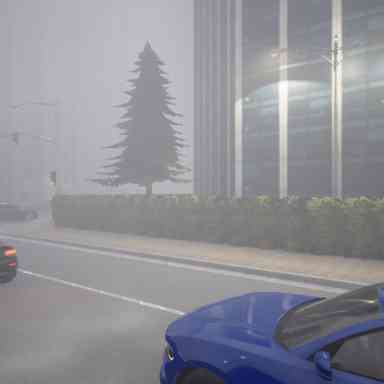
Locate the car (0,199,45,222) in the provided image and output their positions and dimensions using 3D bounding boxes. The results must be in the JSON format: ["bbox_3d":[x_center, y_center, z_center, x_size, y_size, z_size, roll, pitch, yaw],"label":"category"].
[{"bbox_3d":[-13.658,1.505,24.078,1.837,1.490,4.892,0,0,36],"label":"car"}]

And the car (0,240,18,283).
[{"bbox_3d":[-6.154,1.526,8.337,4.674,1.442,1.812,0,0,36],"label":"car"}]

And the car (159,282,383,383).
[{"bbox_3d":[1.974,1.478,2.585,5.008,1.535,1.882,0,0,36],"label":"car"}]

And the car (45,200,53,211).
[{"bbox_3d":[-17.175,1.547,37.424,2.033,1.411,5.357,0,0,36],"label":"car"}]
